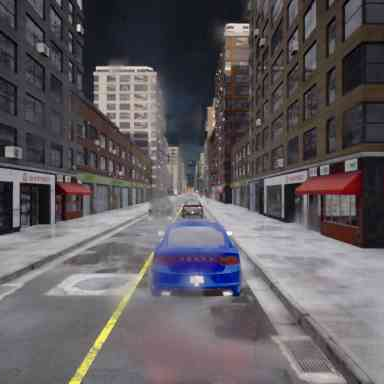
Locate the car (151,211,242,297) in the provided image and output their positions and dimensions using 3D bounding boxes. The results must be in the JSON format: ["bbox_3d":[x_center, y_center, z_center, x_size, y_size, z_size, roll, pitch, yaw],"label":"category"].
[{"bbox_3d":[0.088,1.479,8.641,1.882,1.535,5.008,0,0,0],"label":"car"}]

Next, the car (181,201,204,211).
[{"bbox_3d":[0.061,1.500,29.770,2.128,1.511,4.902,0,0,0],"label":"car"}]

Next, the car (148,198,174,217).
[{"bbox_3d":[-2.891,1.361,31.719,2.097,1.767,4.553,0,0,0],"label":"car"}]
